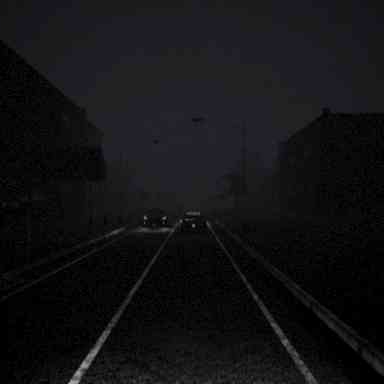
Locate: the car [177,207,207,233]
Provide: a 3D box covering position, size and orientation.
[{"bbox_3d":[0.112,2.164,25.098,2.128,1.511,4.902,-1,-2,0],"label":"car"}]

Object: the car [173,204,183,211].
[{"bbox_3d":[-2.962,3.283,70.246,1.895,1.301,4.718,-1,-1,0],"label":"car"}]

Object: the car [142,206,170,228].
[{"bbox_3d":[-3.083,2.152,29.268,2.097,1.767,4.553,-1,-1,0],"label":"car"}]

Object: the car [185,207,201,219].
[{"bbox_3d":[0.123,2.659,42.142,1.895,1.301,4.718,-1,-1,0],"label":"car"}]
